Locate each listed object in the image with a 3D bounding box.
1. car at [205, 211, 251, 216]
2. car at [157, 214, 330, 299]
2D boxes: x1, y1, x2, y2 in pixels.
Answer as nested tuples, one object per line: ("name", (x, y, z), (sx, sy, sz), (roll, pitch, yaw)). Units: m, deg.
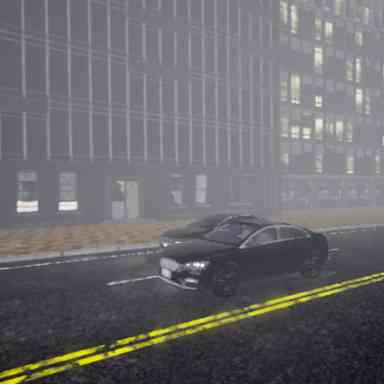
("car", (1.164, 1.509, 12.225), (4.892, 1.490, 1.837), (0, 0, -33))
("car", (1.487, 1.498, 8.542), (4.902, 1.511, 2.128), (0, 0, -34))
